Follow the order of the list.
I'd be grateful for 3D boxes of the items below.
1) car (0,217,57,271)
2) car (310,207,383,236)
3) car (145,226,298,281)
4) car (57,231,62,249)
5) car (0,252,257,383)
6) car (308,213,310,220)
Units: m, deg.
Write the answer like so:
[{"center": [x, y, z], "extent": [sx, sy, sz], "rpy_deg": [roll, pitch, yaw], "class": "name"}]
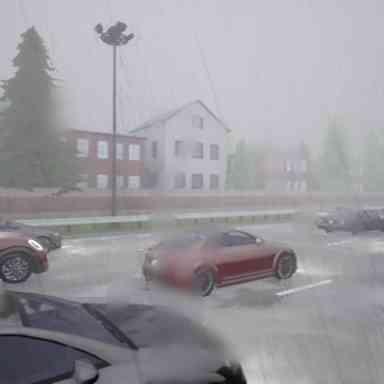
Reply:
[{"center": [-5.988, 1.351, 8.073], "extent": [4.553, 1.767, 2.097], "rpy_deg": [0, 0, -36], "class": "car"}, {"center": [9.386, 1.636, 19.037], "extent": [5.357, 1.411, 2.033], "rpy_deg": [0, 0, -35], "class": "car"}, {"center": [0.832, 1.591, 8.637], "extent": [4.181, 1.385, 1.994], "rpy_deg": [0, 0, -35], "class": "car"}, {"center": [-6.857, 1.570, 11.752], "extent": [4.181, 1.385, 1.994], "rpy_deg": [0, 0, -36], "class": "car"}, {"center": [-1.529, 1.565, 2.655], "extent": [4.181, 1.385, 1.994], "rpy_deg": [0, 0, -35], "class": "car"}, {"center": [10.607, 1.709, 24.207], "extent": [4.718, 1.301, 1.895], "rpy_deg": [0, 0, -35], "class": "car"}]
